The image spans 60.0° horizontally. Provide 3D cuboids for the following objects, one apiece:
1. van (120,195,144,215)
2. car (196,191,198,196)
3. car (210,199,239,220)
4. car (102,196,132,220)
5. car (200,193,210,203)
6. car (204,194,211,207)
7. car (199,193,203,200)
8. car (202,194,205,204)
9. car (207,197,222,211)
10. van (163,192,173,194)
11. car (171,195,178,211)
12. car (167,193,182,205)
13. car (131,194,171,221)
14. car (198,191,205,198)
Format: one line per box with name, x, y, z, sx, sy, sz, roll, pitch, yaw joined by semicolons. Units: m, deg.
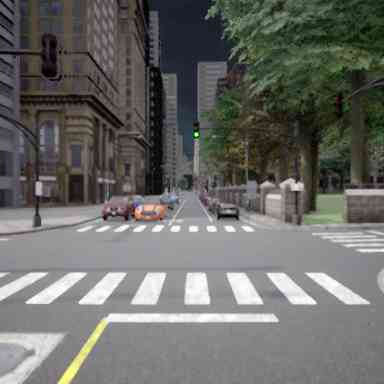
van;-5.773;1.246;32.434;1.690;1.788;3.998;0;0;0
car;2.736;1.020;81.200;2.192;1.841;5.009;0;0;0
car;2.754;1.487;26.999;1.947;1.339;4.313;0;0;0
car;-5.771;1.238;27.014;2.192;1.841;5.009;0;0;0
car;2.745;1.368;54.100;1.887;1.381;4.507;0;0;0
car;2.751;1.325;37.839;1.967;1.590;4.097;0;0;0
car;2.743;1.366;59.521;1.947;1.339;4.313;0;0;0
car;2.747;1.426;48.680;1.802;1.307;4.206;0;0;0
car;2.752;1.485;32.419;1.802;1.307;4.206;0;0;0
van;-5.788;1.072;75.797;1.690;1.788;3.998;0;0;0
car;-3.076;1.429;39.134;2.033;1.411;5.357;0;0;0
car;-3.032;1.348;54.447;1.812;1.442;4.674;0;0;0
car;-3.140;1.276;26.493;2.097;1.767;4.553;0;0;1
car;2.741;1.092;64.940;2.192;1.841;5.009;0;0;0
